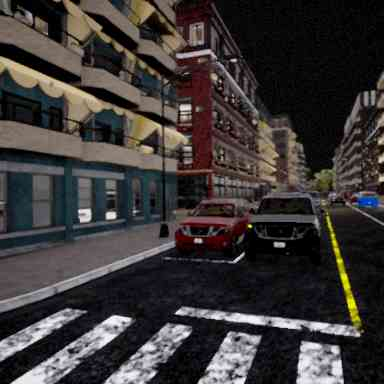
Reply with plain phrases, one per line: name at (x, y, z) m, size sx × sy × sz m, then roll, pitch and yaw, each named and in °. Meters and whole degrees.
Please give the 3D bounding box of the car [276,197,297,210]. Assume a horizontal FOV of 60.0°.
car at (11.116, 1.245, 38.944) m, size 1.947 × 1.339 × 4.313 m, roll 0°, pitch 0°, yaw 21°

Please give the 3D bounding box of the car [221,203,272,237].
car at (3.104, 1.405, 18.151) m, size 1.887 × 1.381 × 4.507 m, roll 0°, pitch 0°, yaw 21°

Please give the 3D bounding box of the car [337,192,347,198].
car at (35.001, 0.688, 77.640) m, size 1.752 × 1.417 × 4.829 m, roll 0°, pitch 0°, yaw 21°

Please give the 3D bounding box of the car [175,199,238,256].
car at (1.100, 1.220, 12.950) m, size 2.192 × 1.841 × 5.009 m, roll 0°, pitch 0°, yaw 21°

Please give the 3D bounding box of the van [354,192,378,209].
van at (18.917, 0.863, 35.894) m, size 1.690 × 1.788 × 3.998 m, roll 0°, pitch 0°, yaw 21°

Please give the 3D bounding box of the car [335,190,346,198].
car at (36.942, 0.435, 82.679) m, size 2.192 × 1.841 × 5.009 m, roll 0°, pitch 0°, yaw 21°

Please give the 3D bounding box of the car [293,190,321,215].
car at (10.766, 0.914, 30.839) m, size 2.150 × 2.045 × 5.566 m, roll -1°, pitch 0°, yaw 22°

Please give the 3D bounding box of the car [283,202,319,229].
car at (6.970, 1.379, 21.006) m, size 1.895 × 1.301 × 4.718 m, roll -1°, pitch 0°, yaw 21°

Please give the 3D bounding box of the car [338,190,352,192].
car at (28.931, 0.613, 61.885) m, size 2.192 × 1.841 × 5.009 m, roll 0°, pitch 0°, yaw 21°

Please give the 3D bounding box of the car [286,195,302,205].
car at (15.121, 1.155, 49.341) m, size 1.947 × 1.339 × 4.313 m, roll 0°, pitch 0°, yaw 21°

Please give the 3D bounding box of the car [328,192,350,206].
car at (19.387, 1.053, 44.284) m, size 2.033 × 1.411 × 5.357 m, roll -1°, pitch 0°, yaw 20°

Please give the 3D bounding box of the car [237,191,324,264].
car at (3.386, 1.082, 11.730) m, size 2.150 × 2.045 × 5.566 m, roll -1°, pitch 0°, yaw 21°

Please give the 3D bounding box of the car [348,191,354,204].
car at (22.924, 0.977, 46.290) m, size 1.887 × 1.381 × 4.507 m, roll 0°, pitch 0°, yaw 21°
